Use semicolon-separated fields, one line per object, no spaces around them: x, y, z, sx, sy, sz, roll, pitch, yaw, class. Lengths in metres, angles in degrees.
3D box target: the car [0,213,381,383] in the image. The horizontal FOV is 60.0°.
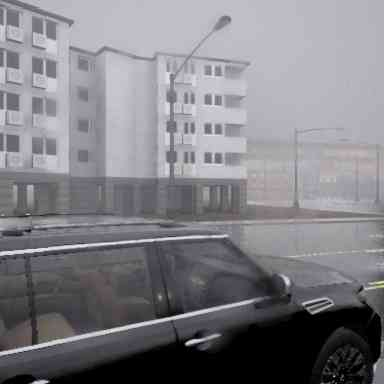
-0.581;1.225;3.101;5.566;2.045;2.150;-1;0;-33;car
